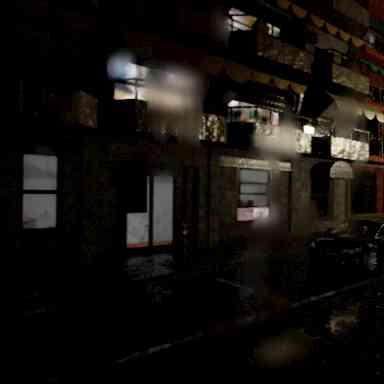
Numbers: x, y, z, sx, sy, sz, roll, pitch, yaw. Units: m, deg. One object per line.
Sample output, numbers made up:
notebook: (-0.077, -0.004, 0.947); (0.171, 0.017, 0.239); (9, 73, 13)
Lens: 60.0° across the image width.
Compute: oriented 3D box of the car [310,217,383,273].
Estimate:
car: (5.530, 1.497, 10.488); (4.403, 1.369, 2.008); (0, 1, -35)
